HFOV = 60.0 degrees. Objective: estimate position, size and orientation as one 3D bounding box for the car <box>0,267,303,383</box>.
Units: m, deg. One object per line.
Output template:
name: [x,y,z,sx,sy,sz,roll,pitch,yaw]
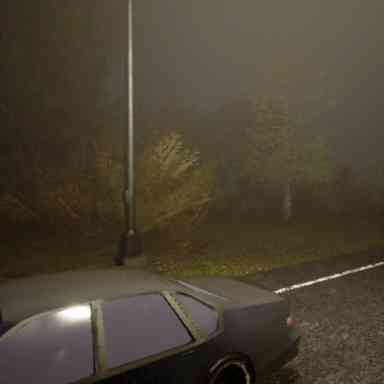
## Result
car: [-1.249,1.543,3.103,5.357,1.411,2.033,0,0,-36]
